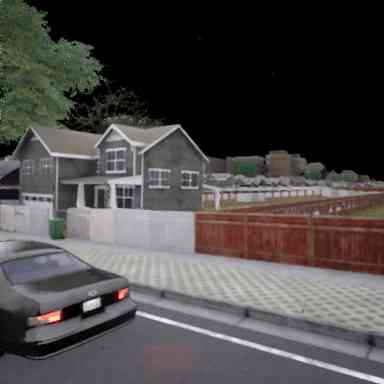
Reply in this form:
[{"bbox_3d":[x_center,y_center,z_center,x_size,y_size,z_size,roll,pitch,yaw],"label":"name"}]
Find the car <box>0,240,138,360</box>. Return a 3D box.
[{"bbox_3d":[-3.412,1.606,5.996,5.357,1.411,2.033,-1,0,35],"label":"car"}]
